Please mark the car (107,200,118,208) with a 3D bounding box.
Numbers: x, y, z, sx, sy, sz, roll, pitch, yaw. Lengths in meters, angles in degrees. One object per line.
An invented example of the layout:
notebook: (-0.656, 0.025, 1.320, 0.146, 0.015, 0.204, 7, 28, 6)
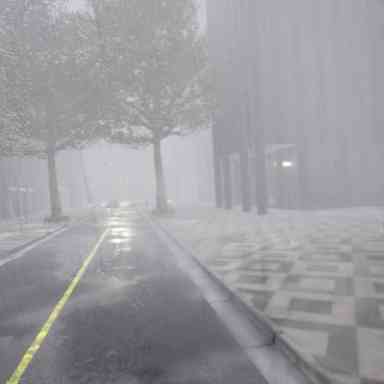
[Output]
car: (-14.789, 2.269, 62.325, 1.812, 1.442, 4.674, -3, 0, -11)
